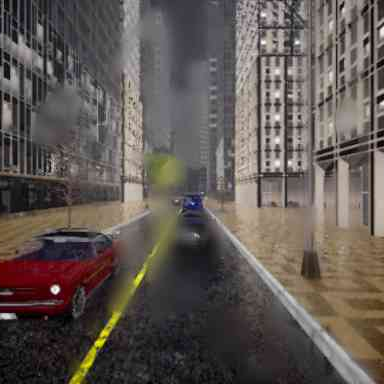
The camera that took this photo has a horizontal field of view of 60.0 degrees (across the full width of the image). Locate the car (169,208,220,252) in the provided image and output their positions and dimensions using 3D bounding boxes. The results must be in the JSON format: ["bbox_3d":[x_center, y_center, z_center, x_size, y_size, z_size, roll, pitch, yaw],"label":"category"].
[{"bbox_3d":[0.097,1.569,14.039,1.994,1.385,4.181,0,0,0],"label":"car"}]

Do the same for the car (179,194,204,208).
[{"bbox_3d":[0.087,1.255,35.371,2.150,2.045,5.566,0,0,0],"label":"car"}]

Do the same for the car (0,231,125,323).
[{"bbox_3d":[-2.854,1.604,7.327,1.895,1.301,4.718,0,0,0],"label":"car"}]

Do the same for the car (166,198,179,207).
[{"bbox_3d":[-2.834,1.640,51.714,1.994,1.385,4.181,0,0,0],"label":"car"}]
